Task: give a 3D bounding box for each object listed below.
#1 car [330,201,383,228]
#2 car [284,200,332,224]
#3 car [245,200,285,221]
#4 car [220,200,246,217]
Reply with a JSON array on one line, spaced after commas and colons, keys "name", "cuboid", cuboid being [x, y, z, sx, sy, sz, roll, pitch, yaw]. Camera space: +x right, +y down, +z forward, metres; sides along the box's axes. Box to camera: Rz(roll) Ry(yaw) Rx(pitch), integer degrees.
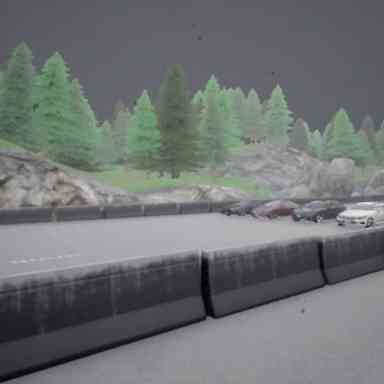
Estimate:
[{"name": "car", "cuboid": [10.755, 1.360, 20.259, 4.674, 1.442, 1.812, -1, 1, -35]}, {"name": "car", "cuboid": [8.991, 1.335, 23.299, 4.892, 1.490, 1.837, -1, 1, -35]}, {"name": "car", "cuboid": [6.699, 1.359, 25.963, 4.674, 1.442, 1.812, -1, 1, -35]}, {"name": "car", "cuboid": [4.957, 1.377, 29.019, 5.357, 1.411, 2.033, -1, 0, -35]}]
